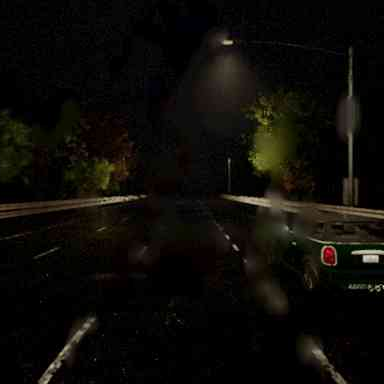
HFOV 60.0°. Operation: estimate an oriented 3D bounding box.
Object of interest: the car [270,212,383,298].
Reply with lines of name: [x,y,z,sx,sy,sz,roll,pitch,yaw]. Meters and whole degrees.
car: [3.486,1.316,8.626,2.097,1.767,4.553,0,0,0]
